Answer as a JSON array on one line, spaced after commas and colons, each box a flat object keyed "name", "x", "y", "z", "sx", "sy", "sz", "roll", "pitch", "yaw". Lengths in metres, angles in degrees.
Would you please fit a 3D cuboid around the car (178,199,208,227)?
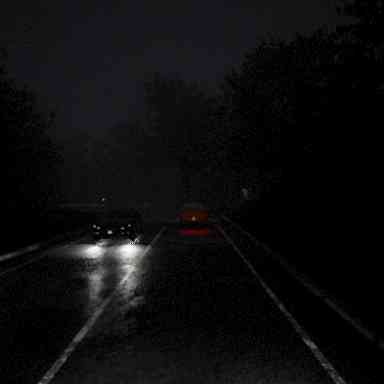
[{"name": "car", "x": 0.106, "y": 1.488, "z": 23.096, "sx": 1.882, "sy": 1.535, "sz": 5.008, "roll": 0, "pitch": 0, "yaw": 0}]

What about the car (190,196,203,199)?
[{"name": "car", "x": -0.151, "y": 1.572, "z": 69.291, "sx": 5.357, "sy": 1.411, "sz": 2.033, "roll": 0, "pitch": 0, "yaw": 5}]

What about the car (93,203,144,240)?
[{"name": "car", "x": -3.589, "y": 1.513, "z": 16.979, "sx": 1.837, "sy": 1.490, "sz": 4.892, "roll": 0, "pitch": 0, "yaw": 0}]

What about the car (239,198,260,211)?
[{"name": "car", "x": 7.950, "y": 1.496, "z": 40.377, "sx": 5.008, "sy": 1.535, "sz": 1.882, "roll": 0, "pitch": 0, "yaw": -33}]

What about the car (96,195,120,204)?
[{"name": "car", "x": -15.428, "y": 1.381, "z": 61.029, "sx": 2.097, "sy": 1.767, "sz": 4.553, "roll": 0, "pitch": 0, "yaw": 32}]
